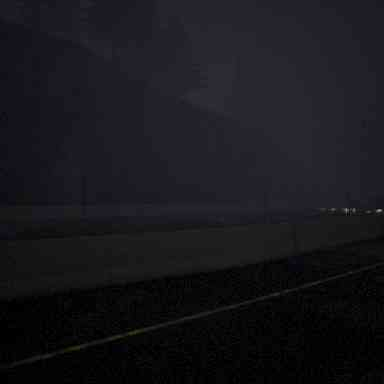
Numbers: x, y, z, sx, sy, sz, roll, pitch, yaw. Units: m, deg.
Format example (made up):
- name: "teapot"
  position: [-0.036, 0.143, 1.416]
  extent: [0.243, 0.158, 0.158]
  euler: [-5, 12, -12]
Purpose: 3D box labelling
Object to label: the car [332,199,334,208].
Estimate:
- name: "car"
  position: [24.910, 2.052, 59.467]
  extent: [1.882, 1.535, 5.008]
  euler: [0, 0, 35]
